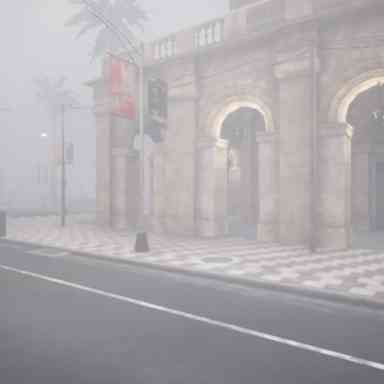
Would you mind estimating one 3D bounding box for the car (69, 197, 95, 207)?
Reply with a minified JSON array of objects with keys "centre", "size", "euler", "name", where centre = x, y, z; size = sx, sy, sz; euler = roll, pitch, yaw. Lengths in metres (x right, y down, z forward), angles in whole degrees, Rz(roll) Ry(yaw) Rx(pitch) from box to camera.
[{"centre":[-17.522,1.586,53.746],"size":[2.161,1.482,4.786],"euler":[0,0,35],"name":"car"}]
